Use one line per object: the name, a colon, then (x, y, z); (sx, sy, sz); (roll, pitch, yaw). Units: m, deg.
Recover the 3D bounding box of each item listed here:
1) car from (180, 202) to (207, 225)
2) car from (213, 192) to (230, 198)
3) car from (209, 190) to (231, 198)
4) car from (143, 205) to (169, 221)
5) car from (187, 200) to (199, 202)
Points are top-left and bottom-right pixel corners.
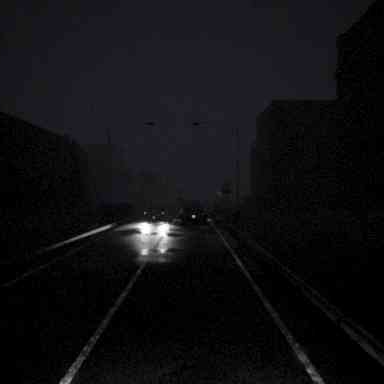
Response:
car: (0.113, 1.715, 25.372); (1.994, 1.385, 4.181); (0, -1, 0)
car: (8.227, 0.792, 93.803); (4.674, 1.452, 2.002); (0, 2, -1)
car: (8.069, 0.847, 91.044); (5.366, 1.575, 1.946); (0, 2, -1)
car: (-3.075, 1.800, 29.130); (1.895, 1.301, 4.718); (0, -1, 0)
car: (0.134, 1.744, 40.664); (1.837, 1.490, 4.892); (0, -2, 1)
